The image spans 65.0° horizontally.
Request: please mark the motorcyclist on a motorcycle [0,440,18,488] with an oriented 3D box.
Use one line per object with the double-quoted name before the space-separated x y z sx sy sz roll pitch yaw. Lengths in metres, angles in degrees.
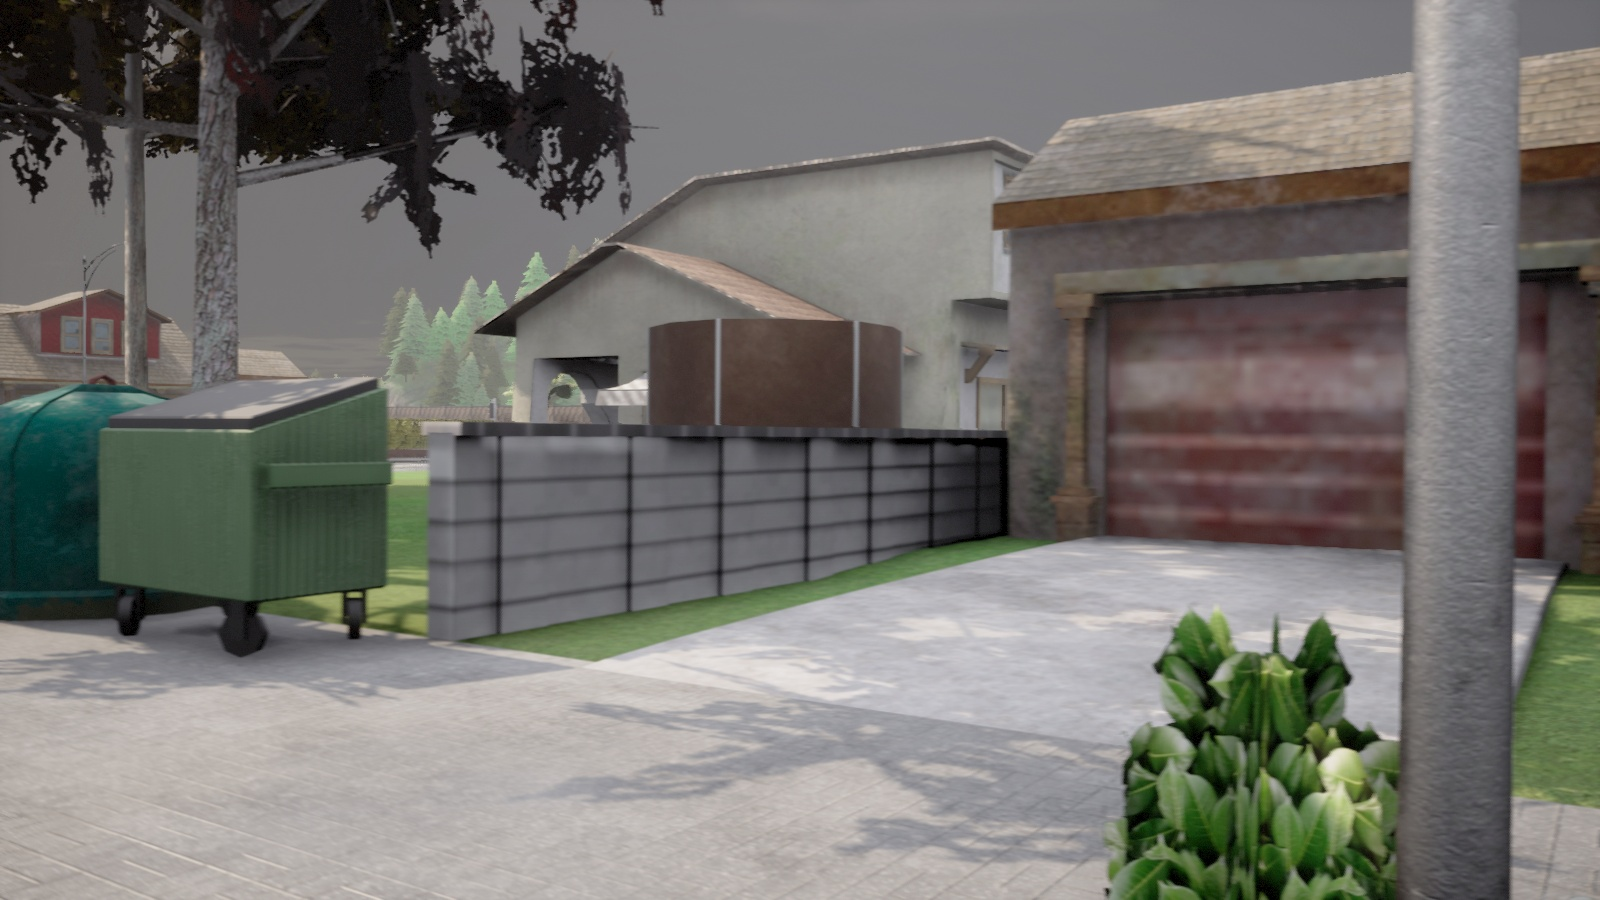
"motorcyclist on a motorcycle" -26.043 0.463 39.578 0.866 1.530 2.191 0 1 33
